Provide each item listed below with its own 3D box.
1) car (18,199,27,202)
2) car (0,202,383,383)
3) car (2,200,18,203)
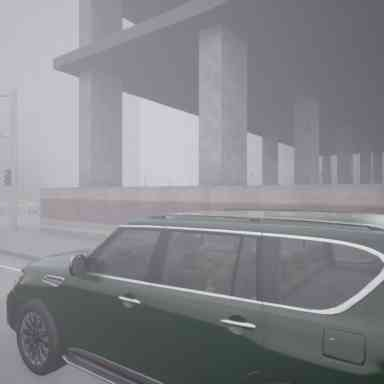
[{"bbox_3d":[-14.293,1.545,33.442,2.128,1.511,4.902,0,0,36],"label":"car"},{"bbox_3d":[0.098,1.221,3.915,5.566,2.045,2.150,0,0,36],"label":"car"},{"bbox_3d":[-18.343,1.531,33.797,1.882,1.535,5.008,0,0,36],"label":"car"}]
